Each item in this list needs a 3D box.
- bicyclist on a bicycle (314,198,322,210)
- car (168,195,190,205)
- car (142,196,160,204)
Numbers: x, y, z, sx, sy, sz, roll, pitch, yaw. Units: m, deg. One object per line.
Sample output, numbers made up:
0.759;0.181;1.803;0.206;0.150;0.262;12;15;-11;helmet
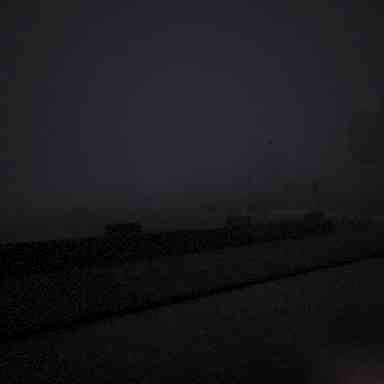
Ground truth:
15.230;1.339;40.130;1.656;1.620;0.582;0;0;-35;bicyclist on a bicycle
-2.260;1.343;57.331;2.097;1.767;4.553;0;0;-35;car
-8.133;1.469;65.483;1.882;1.535;5.008;0;0;-35;car
